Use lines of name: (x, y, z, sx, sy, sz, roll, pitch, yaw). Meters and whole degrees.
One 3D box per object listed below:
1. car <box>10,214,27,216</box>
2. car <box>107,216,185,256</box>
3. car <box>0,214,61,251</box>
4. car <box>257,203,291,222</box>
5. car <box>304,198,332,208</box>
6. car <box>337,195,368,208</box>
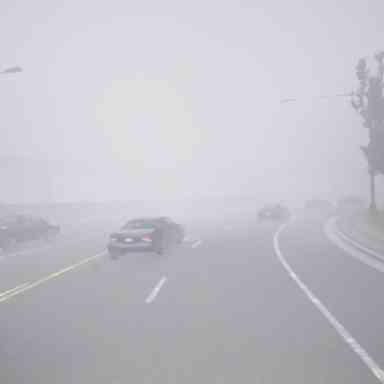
car: (-10.903, 2.097, 21.002, 1.994, 1.385, 4.181, -2, -1, 16)
car: (-1.696, 1.740, 14.102, 2.033, 1.411, 5.357, -2, -1, 11)
car: (-8.605, 2.010, 16.379, 1.895, 1.301, 4.718, -2, -1, 11)
car: (6.762, 1.615, 27.240, 1.994, 1.385, 4.181, -3, -1, 28)
car: (16.982, 1.459, 44.746, 4.181, 1.385, 1.994, -2, -1, -37)
car: (20.828, 1.181, 43.107, 5.008, 1.535, 1.882, -2, -2, -34)
